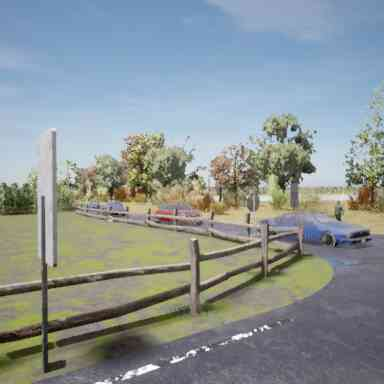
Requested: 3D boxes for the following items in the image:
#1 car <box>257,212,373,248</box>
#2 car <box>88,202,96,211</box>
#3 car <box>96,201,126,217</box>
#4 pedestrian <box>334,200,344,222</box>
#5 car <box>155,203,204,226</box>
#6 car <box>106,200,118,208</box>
[{"bbox_3d":[5.543,1.672,15.897,2.033,1.411,5.357,-1,0,-35],"label":"car"},{"bbox_3d":[-15.327,2.215,52.111,2.033,1.411,5.357,-1,0,-15],"label":"car"},{"bbox_3d":[-8.788,2.023,37.232,2.033,1.411,5.357,-1,0,-30],"label":"car"},{"bbox_3d":[9.245,1.403,21.028,0.375,1.860,0.375,-2,1,-35],"label":"pedestrian"},{"bbox_3d":[-1.027,1.638,25.408,2.097,1.767,4.553,-1,-1,-34],"label":"car"},{"bbox_3d":[-15.224,2.279,62.821,1.812,1.442,4.674,-1,0,-18],"label":"car"}]
